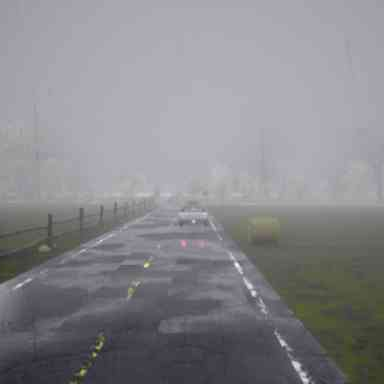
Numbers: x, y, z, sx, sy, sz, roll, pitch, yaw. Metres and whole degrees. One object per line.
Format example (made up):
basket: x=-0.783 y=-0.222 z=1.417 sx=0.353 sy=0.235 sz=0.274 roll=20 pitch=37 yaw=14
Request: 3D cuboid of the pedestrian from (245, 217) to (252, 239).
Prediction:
pedestrian: x=2.750 y=1.654 z=15.666 sx=0.500 sy=1.100 sz=0.500 roll=0 pitch=1 yaw=-1

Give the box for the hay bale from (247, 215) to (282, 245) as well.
hay bale: x=3.129 y=1.629 z=14.535 sx=1.220 sy=1.180 sz=1.240 roll=0 pitch=1 yaw=0

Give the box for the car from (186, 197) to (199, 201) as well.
car: x=0.098 y=1.412 z=38.920 sx=1.837 sy=1.490 sz=4.892 roll=0 pitch=0 yaw=0

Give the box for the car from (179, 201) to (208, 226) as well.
car: x=0.100 y=1.554 z=22.859 sx=1.895 sy=1.301 sz=4.718 roll=0 pitch=0 yaw=0
